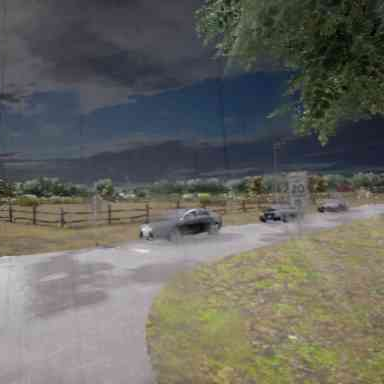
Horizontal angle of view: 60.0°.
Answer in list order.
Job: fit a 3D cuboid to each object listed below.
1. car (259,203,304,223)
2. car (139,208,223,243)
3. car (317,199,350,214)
[{"bbox_3d":[6.760,1.551,25.017,1.994,1.385,4.181,-3,-2,41],"label":"car"},{"bbox_3d":[-0.441,1.571,16.572,2.128,1.511,4.902,-3,-2,41],"label":"car"},{"bbox_3d":[14.668,1.433,34.353,2.033,1.411,5.357,-3,-2,40],"label":"car"}]
